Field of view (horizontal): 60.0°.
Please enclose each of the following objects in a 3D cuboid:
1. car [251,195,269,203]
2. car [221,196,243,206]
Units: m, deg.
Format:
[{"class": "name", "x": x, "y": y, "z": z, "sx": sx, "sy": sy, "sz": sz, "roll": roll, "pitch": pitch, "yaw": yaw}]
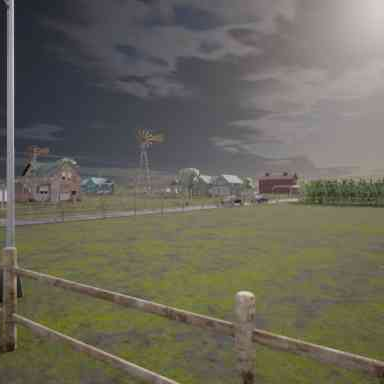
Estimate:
[{"class": "car", "x": 11.945, "y": 1.255, "z": 58.699, "sx": 1.812, "sy": 1.442, "sz": 4.674, "roll": -1, "pitch": 0, "yaw": 34}, {"class": "car", "x": 6.111, "y": 1.273, "z": 50.109, "sx": 2.128, "sy": 1.511, "sz": 4.902, "roll": -1, "pitch": 0, "yaw": 35}]
